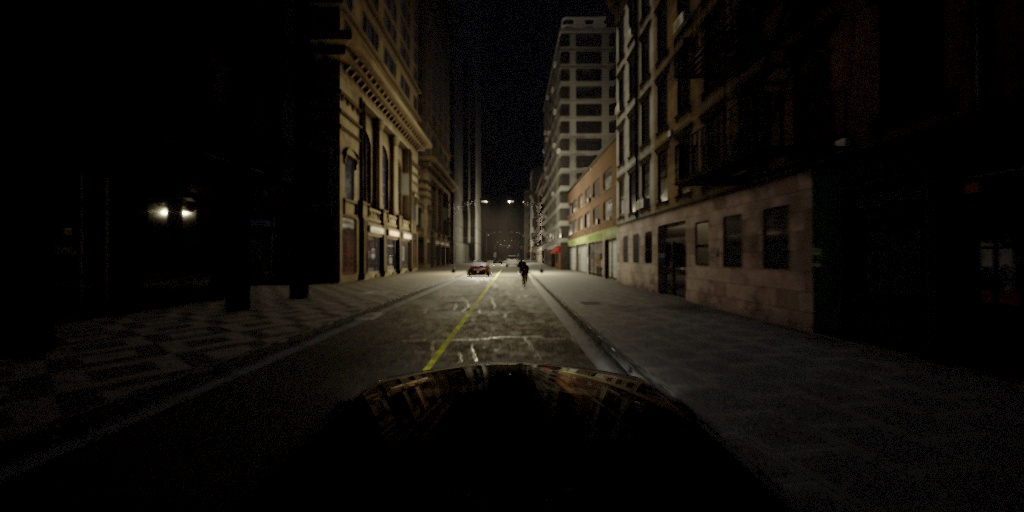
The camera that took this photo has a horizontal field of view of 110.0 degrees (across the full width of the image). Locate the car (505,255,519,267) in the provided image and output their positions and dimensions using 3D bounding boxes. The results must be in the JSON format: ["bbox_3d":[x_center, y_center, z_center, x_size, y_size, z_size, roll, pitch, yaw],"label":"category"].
[{"bbox_3d":[0.050,0.892,62.294,2.150,2.045,5.566,0,0,1],"label":"car"}]

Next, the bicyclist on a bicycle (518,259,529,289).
[{"bbox_3d":[0.829,1.184,22.304,0.582,1.620,1.656,0,0,0],"label":"bicyclist on a bicycle"}]

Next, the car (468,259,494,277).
[{"bbox_3d":[-3.086,1.277,34.661,1.994,1.385,4.181,0,0,0],"label":"car"}]
